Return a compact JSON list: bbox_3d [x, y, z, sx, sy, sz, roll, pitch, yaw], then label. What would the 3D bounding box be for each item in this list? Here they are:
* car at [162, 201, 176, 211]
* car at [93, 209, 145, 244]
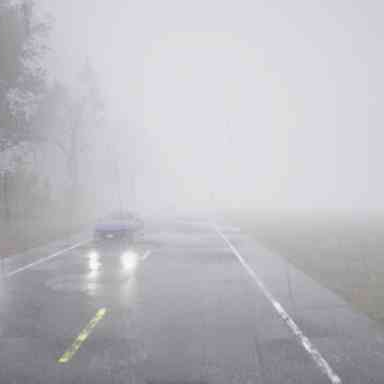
[{"bbox_3d":[-3.554,2.091,51.935,1.882,1.535,5.008,0,0,0],"label":"car"},{"bbox_3d":[-3.597,1.686,17.114,1.882,1.535,5.008,0,-1,0],"label":"car"}]
